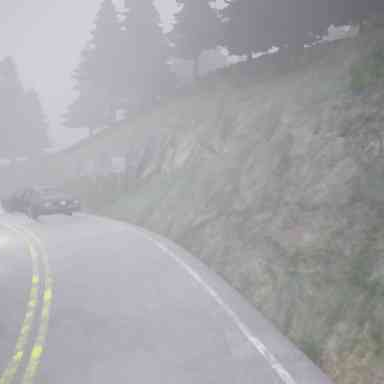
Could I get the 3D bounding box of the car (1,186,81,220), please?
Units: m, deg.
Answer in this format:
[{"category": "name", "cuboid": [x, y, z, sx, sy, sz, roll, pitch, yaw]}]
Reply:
[{"category": "car", "cuboid": [-7.326, 0.418, 15.927, 5.357, 1.411, 2.033, 3, 5, 43]}]
